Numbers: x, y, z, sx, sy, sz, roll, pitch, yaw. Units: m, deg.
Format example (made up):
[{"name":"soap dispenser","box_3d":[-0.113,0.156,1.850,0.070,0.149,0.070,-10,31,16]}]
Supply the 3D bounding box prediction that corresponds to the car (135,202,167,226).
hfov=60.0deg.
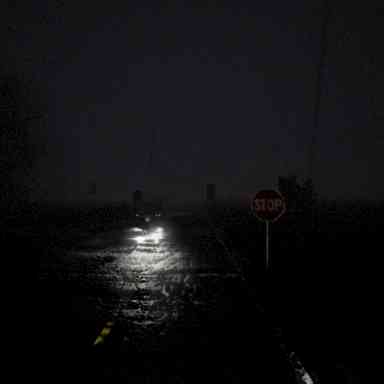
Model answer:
[{"name":"car","box_3d":[-2.813,1.487,23.457,2.128,1.511,4.902,0,0,0]}]
